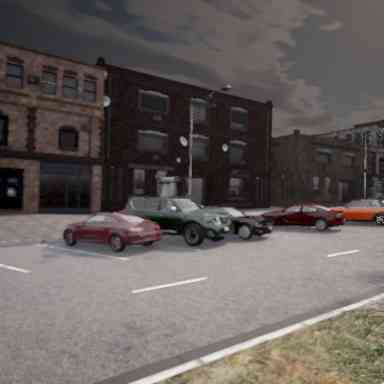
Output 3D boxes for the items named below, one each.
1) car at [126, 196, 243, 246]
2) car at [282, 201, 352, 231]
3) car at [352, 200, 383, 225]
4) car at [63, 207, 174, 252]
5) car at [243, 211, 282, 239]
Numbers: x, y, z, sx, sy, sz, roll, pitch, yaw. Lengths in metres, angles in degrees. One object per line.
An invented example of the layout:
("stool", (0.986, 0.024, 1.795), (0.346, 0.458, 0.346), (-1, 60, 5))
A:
("car", (-0.810, 1.215, 15.374), (5.566, 2.045, 2.435), (-1, -1, 35))
("car", (6.696, 1.465, 20.422), (5.008, 1.535, 2.097), (-1, -1, 36))
("car", (11.778, 1.338, 23.699), (4.553, 1.767, 2.185), (-1, -1, 37))
("car", (-3.325, 1.508, 13.666), (4.674, 1.452, 2.002), (-1, 0, 35))
("car", (1.663, 1.467, 17.086), (5.008, 1.535, 2.097), (-1, -1, 36))
